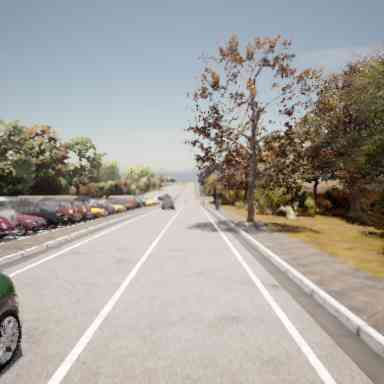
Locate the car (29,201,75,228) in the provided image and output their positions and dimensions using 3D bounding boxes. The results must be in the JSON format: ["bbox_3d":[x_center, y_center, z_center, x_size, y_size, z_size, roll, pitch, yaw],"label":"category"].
[{"bbox_3d":[-10.303,1.512,20.646,5.008,1.535,2.097,0,-1,0],"label":"car"}]

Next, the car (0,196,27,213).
[{"bbox_3d":[-23.348,1.467,40.180,5.566,2.045,2.435,0,-1,0],"label":"car"}]

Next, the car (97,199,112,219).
[{"bbox_3d":[-10.118,1.598,28.974,5.366,1.575,1.946,0,-1,0],"label":"car"}]

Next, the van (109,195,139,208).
[{"bbox_3d":[-10.408,1.581,48.409,4.442,1.987,1.878,0,-1,0],"label":"van"}]

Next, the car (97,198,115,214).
[{"bbox_3d":[-10.295,1.631,31.750,4.892,1.521,2.231,0,-1,0],"label":"car"}]

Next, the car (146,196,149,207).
[{"bbox_3d":[-10.281,1.904,56.735,4.892,1.521,2.231,0,-1,0],"label":"car"}]

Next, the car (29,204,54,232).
[{"bbox_3d":[-10.312,1.523,17.870,4.674,1.452,2.002,0,-1,0],"label":"car"}]

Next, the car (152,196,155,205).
[{"bbox_3d":[-10.098,1.987,62.155,5.366,1.575,1.946,0,-1,0],"label":"car"}]

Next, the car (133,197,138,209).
[{"bbox_3d":[-10.264,1.807,45.630,4.792,1.488,2.163,0,-1,0],"label":"car"}]

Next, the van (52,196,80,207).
[{"bbox_3d":[-23.480,1.764,62.208,4.442,1.987,1.878,0,-1,0],"label":"van"}]

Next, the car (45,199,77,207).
[{"bbox_3d":[-23.394,1.972,59.433,4.792,1.488,2.163,0,-1,0],"label":"car"}]

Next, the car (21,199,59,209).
[{"bbox_3d":[-23.375,1.836,51.257,5.008,1.535,2.097,0,-1,0],"label":"car"}]

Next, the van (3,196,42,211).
[{"bbox_3d":[-23.256,1.551,45.719,4.442,1.987,1.878,0,-1,0],"label":"van"}]

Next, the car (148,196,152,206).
[{"bbox_3d":[-10.471,1.942,59.503,5.366,1.575,1.946,0,-1,0],"label":"car"}]

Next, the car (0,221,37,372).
[{"bbox_3d":[-3.350,1.347,2.569,2.097,1.767,4.553,0,0,0],"label":"car"}]

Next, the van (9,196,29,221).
[{"bbox_3d":[-10.195,1.228,15.096,4.442,1.987,1.878,0,-1,0],"label":"van"}]

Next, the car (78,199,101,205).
[{"bbox_3d":[-23.352,2.297,76.174,4.674,1.452,2.002,0,-1,0],"label":"car"}]

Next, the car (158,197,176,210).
[{"bbox_3d":[-3.371,1.812,47.321,1.837,1.490,4.892,0,-1,0],"label":"car"}]

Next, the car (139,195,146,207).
[{"bbox_3d":[-10.320,1.742,53.958,4.553,1.767,2.185,0,-1,0],"label":"car"}]

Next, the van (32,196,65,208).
[{"bbox_3d":[-23.260,1.642,54.045,4.442,1.987,1.878,0,-1,0],"label":"van"}]

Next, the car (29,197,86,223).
[{"bbox_3d":[-10.275,1.416,23.424,4.553,1.767,2.185,0,-1,0],"label":"car"}]

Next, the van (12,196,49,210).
[{"bbox_3d":[-23.488,1.581,48.489,4.442,1.987,1.878,0,-1,0],"label":"van"}]

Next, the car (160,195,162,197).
[{"bbox_3d":[-10.304,2.007,76.159,5.566,2.045,2.435,0,-1,0],"label":"car"}]

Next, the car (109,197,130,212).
[{"bbox_3d":[-10.113,1.686,37.302,5.366,1.575,1.946,0,-1,0],"label":"car"}]

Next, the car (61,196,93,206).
[{"bbox_3d":[-23.389,1.846,67.871,5.566,2.045,2.435,0,-1,0],"label":"car"}]

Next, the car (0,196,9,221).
[{"bbox_3d":[-10.341,1.173,12.321,5.566,2.045,2.435,0,-1,0],"label":"car"}]

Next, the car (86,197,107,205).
[{"bbox_3d":[-23.383,2.236,81.591,4.553,1.767,2.185,0,-1,0],"label":"car"}]

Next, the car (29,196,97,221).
[{"bbox_3d":[-10.273,1.446,26.200,4.553,1.767,2.185,0,-1,0],"label":"car"}]

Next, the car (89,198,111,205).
[{"bbox_3d":[-23.345,2.415,84.360,5.008,1.535,2.097,0,-1,0],"label":"car"}]

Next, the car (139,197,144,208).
[{"bbox_3d":[-10.319,1.865,51.183,4.792,1.488,2.163,0,-1,0],"label":"car"}]

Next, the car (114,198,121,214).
[{"bbox_3d":[-10.306,1.661,34.527,4.892,1.521,2.231,0,-1,0],"label":"car"}]

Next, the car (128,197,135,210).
[{"bbox_3d":[-10.266,1.777,42.854,4.792,1.488,2.163,0,-1,0],"label":"car"}]

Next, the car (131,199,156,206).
[{"bbox_3d":[-10.285,2.152,70.602,4.892,1.521,2.231,0,-1,0],"label":"car"}]

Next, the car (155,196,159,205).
[{"bbox_3d":[-10.095,2.094,67.827,5.366,1.575,1.946,0,-1,0],"label":"car"}]

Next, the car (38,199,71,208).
[{"bbox_3d":[-23.396,1.933,56.794,4.792,1.488,2.163,0,-1,0],"label":"car"}]
